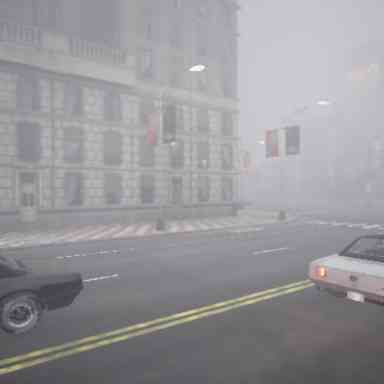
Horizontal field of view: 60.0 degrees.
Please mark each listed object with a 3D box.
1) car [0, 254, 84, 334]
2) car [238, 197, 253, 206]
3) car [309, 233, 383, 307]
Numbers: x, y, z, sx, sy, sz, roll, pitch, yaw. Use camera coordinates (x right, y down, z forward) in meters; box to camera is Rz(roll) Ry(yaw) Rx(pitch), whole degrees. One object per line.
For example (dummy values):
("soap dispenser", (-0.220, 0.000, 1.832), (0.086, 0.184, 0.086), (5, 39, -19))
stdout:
("car", (-4.326, 1.609, 5.191), (4.718, 1.301, 1.895), (0, 0, -35))
("car", (6.905, 1.416, 48.428), (1.994, 1.385, 4.181), (0, 0, -36))
("car", (4.720, 1.562, 7.203), (4.718, 1.301, 1.895), (0, 0, -35))
